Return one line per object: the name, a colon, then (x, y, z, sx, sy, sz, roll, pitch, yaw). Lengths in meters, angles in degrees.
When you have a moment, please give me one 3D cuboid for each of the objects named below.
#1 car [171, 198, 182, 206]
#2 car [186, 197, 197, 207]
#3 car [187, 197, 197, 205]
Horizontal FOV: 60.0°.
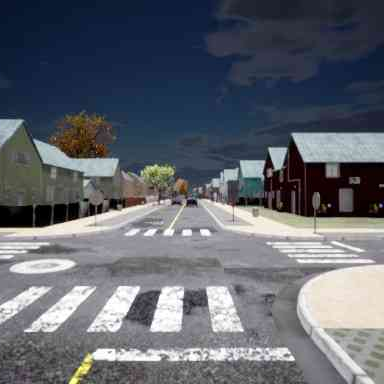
car: (-2.773, 1.736, 60.826, 2.033, 1.411, 5.357, 0, 0, 0)
car: (-0.023, 1.664, 56.240, 1.837, 1.490, 4.892, 0, 0, 0)
car: (-0.026, 1.754, 66.660, 1.812, 1.442, 4.674, 0, 0, 0)
